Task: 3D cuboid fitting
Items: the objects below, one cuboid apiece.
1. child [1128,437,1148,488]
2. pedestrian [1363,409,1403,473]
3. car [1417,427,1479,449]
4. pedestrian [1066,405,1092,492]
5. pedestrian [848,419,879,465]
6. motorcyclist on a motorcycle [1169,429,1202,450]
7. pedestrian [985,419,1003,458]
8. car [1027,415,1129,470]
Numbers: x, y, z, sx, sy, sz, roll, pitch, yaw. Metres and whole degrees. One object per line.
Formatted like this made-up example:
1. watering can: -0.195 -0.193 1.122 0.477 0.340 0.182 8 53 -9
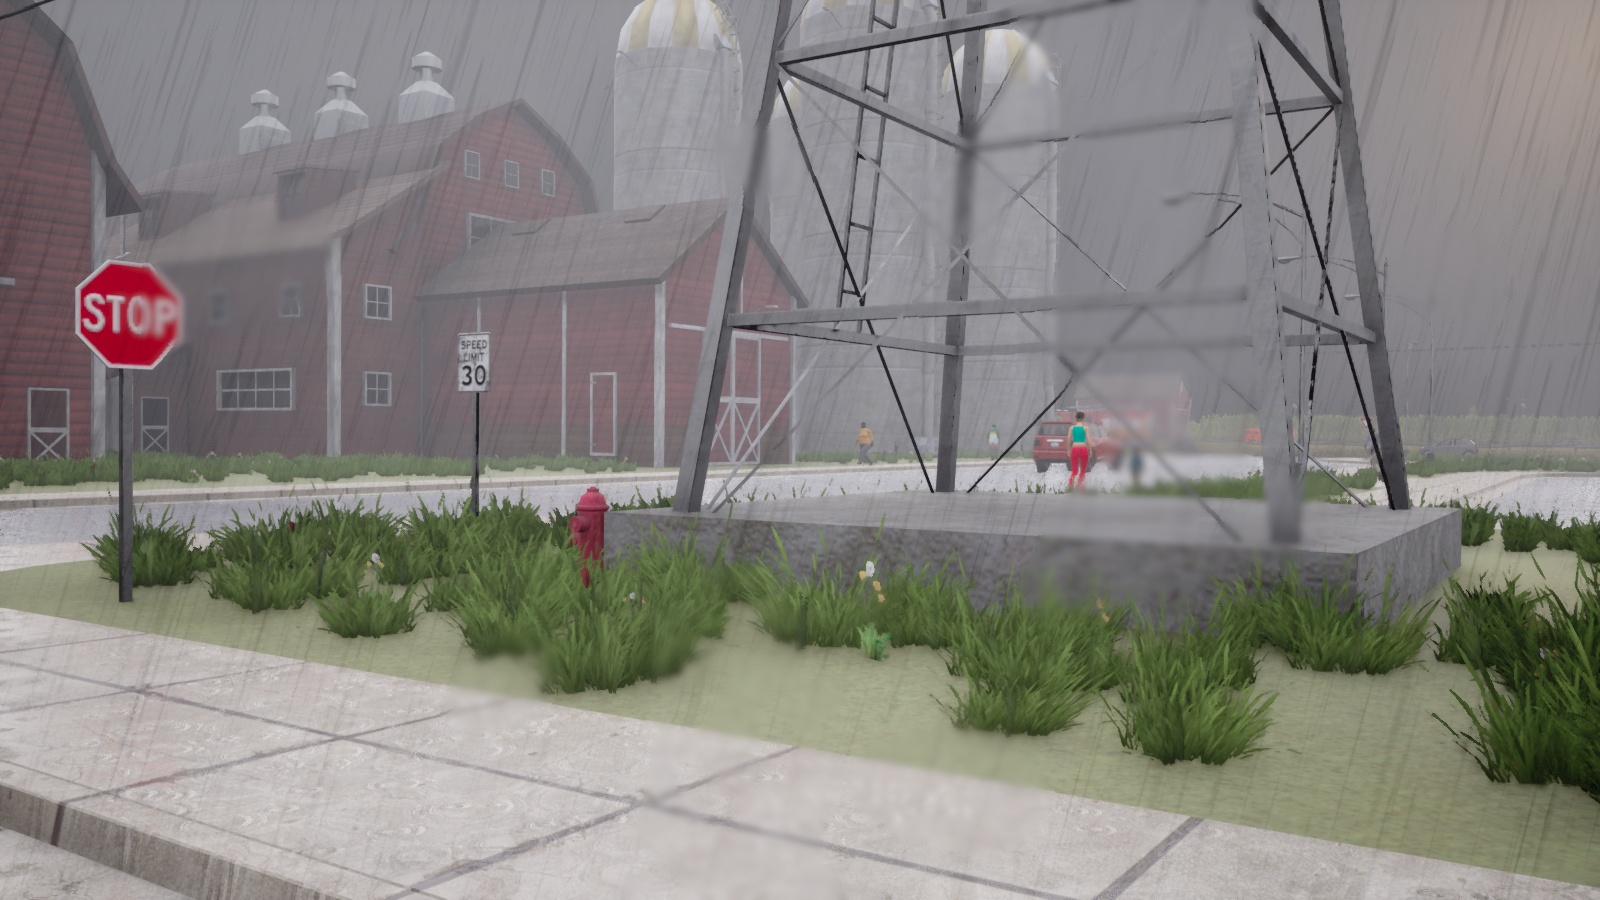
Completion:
1. child: 7.963 0.291 29.570 0.343 1.192 0.448 0 1 32
2. pedestrian: 17.228 -0.268 37.148 0.874 1.855 0.900 0 1 11
3. car: 44.769 -0.844 86.729 3.633 1.501 1.845 0 1 33
4. pedestrian: 5.969 -0.034 26.862 0.345 1.836 0.594 0 1 33
5. pedestrian: 2.603 -0.337 51.311 0.900 1.855 0.874 -1 1 -42
6. motorcyclist on a motorcycle: 28.598 -0.765 93.207 2.191 1.530 0.866 0 1 33
7. pedestrian: 10.031 -0.595 64.921 0.659 1.952 0.873 0 1 28
8. car: 11.110 -0.332 49.900 2.150 2.045 5.566 0 1 33
